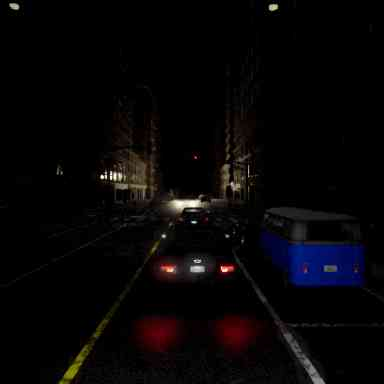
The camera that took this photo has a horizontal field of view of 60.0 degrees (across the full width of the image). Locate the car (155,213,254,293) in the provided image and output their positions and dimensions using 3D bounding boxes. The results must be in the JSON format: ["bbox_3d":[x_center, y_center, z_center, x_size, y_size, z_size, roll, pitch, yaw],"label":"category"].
[{"bbox_3d":[0.101,1.546,8.968,2.033,1.411,5.357,0,0,0],"label":"car"}]

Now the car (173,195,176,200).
[{"bbox_3d":[-5.669,1.516,79.600,2.008,1.369,4.403,0,0,0],"label":"car"}]

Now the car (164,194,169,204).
[{"bbox_3d":[-5.669,1.516,57.797,2.008,1.369,4.403,0,0,0],"label":"car"}]

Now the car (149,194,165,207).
[{"bbox_3d":[-5.669,1.493,52.176,1.752,1.417,4.829,0,0,0],"label":"car"}]

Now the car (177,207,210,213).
[{"bbox_3d":[0.101,1.557,19.287,1.994,1.385,4.181,0,0,0],"label":"car"}]

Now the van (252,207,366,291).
[{"bbox_3d":[2.855,1.339,8.697,1.690,1.788,3.998,0,0,0],"label":"van"}]

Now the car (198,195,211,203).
[{"bbox_3d":[2.855,1.403,68.734,1.967,1.590,4.097,0,0,0],"label":"car"}]

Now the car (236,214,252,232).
[{"bbox_3d":[2.856,1.562,14.358,1.947,1.339,4.313,0,0,0],"label":"car"}]

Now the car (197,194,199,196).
[{"bbox_3d":[2.856,1.515,79.632,2.008,1.369,4.403,0,0,0],"label":"car"}]

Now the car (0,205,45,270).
[{"bbox_3d":[-5.670,1.313,8.657,2.192,1.841,5.009,0,0,0],"label":"car"}]

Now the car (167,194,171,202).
[{"bbox_3d":[-5.669,1.509,63.248,1.887,1.381,4.507,0,0,0],"label":"car"}]

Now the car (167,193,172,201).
[{"bbox_3d":[-5.669,1.508,68.699,1.887,1.381,4.507,0,0,0],"label":"car"}]

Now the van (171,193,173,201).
[{"bbox_3d":[-5.670,1.305,74.149,1.690,1.788,3.998,0,0,0],"label":"van"}]
